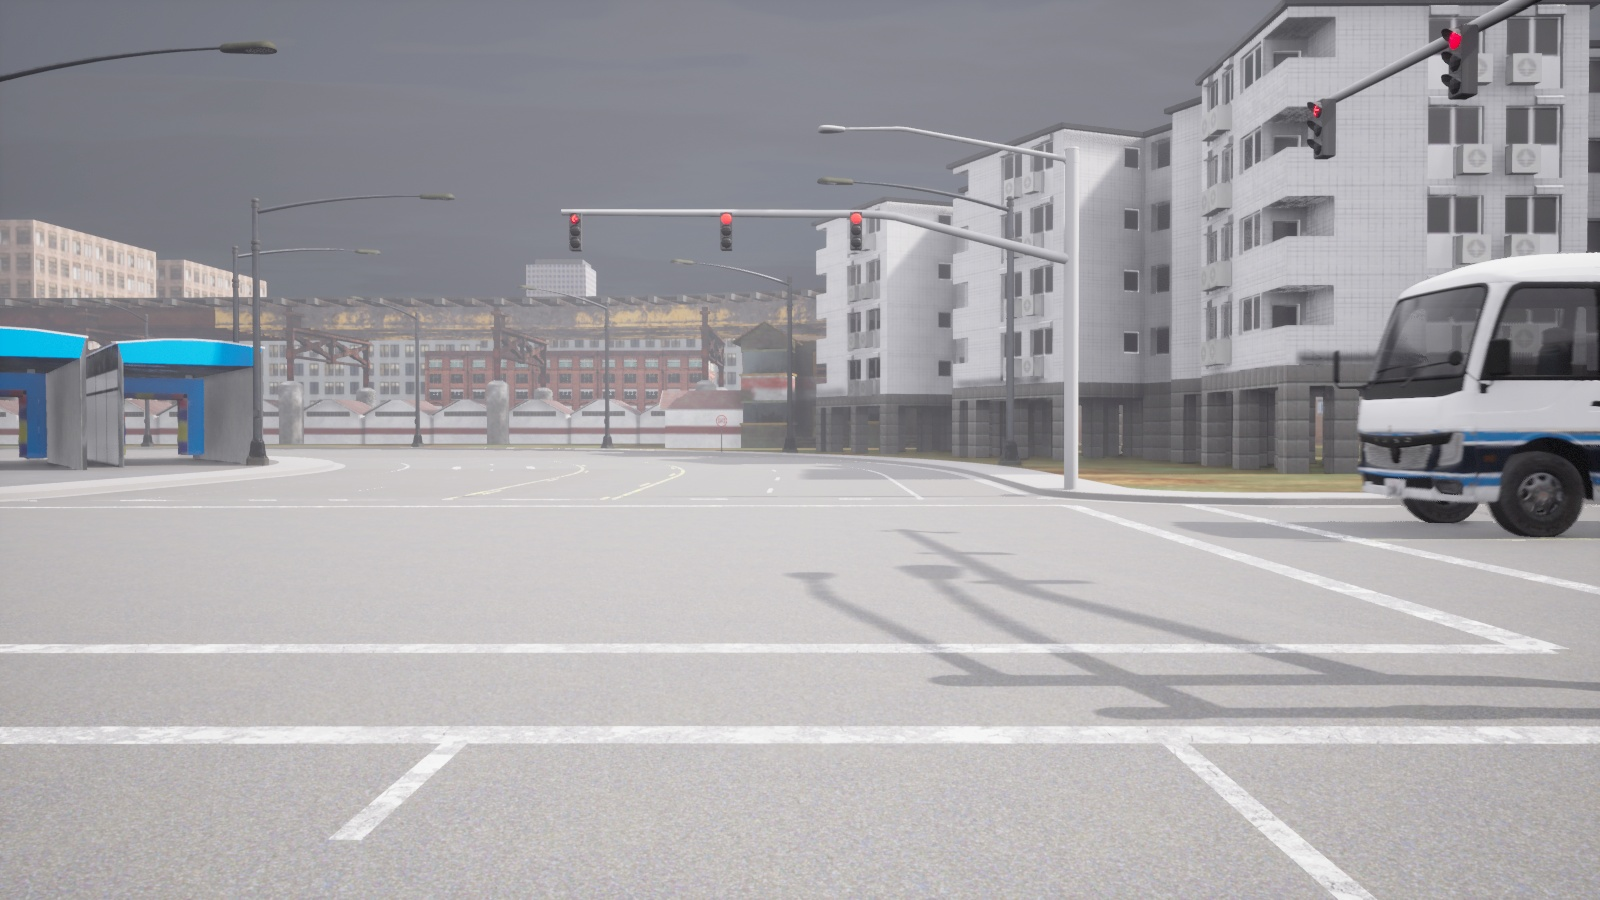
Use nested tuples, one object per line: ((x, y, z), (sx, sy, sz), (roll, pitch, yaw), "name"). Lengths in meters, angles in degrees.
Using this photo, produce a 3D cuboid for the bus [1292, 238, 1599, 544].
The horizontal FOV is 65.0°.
((13.579, -0.860, 19.528), (10.273, 4.253, 3.944), (0, 1, -1), "bus")
